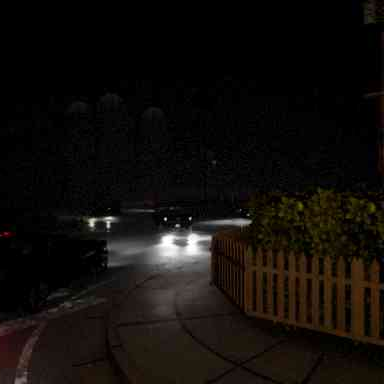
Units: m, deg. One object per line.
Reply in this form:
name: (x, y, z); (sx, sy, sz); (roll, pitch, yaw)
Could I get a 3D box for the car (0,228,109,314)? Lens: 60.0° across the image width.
car: (-3.573, 1.601, 7.652); (1.895, 1.301, 4.718); (0, 0, 7)

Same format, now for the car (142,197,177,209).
car: (-4.564, 1.478, 44.639); (1.882, 1.535, 5.008); (0, 0, 34)

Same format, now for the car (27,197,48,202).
car: (-22.884, 1.506, 49.217); (4.193, 1.474, 1.816); (0, 0, 35)

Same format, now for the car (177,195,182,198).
car: (-2.036, 1.480, 80.620); (4.611, 1.667, 2.242); (0, 0, 35)

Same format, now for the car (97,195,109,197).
car: (-11.599, 1.521, 42.925); (3.905, 1.438, 1.784); (0, 0, 35)

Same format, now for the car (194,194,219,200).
car: (2.961, 1.491, 55.551); (2.128, 1.511, 4.902); (0, 0, 35)

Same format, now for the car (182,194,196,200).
car: (0.967, 1.310, 61.565); (4.605, 1.855, 1.932); (0, 0, 35)

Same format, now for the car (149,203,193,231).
car: (-1.319, 1.601, 20.977); (1.895, 1.301, 4.718); (0, 0, -14)

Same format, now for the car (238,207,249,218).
car: (5.916, 1.601, 29.508); (1.895, 1.301, 4.718); (0, 0, 35)

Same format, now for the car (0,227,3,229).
car: (-8.351, 1.564, 10.978); (4.181, 1.385, 1.994); (0, 0, -34)

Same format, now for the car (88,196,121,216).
car: (-8.291, 1.478, 32.535); (1.882, 1.535, 5.008); (0, 0, 1)
